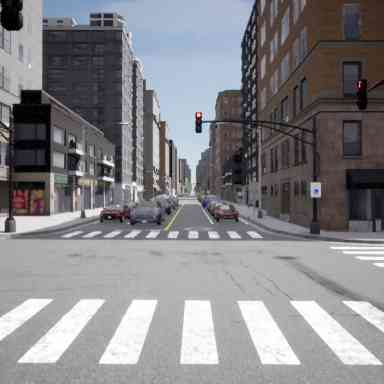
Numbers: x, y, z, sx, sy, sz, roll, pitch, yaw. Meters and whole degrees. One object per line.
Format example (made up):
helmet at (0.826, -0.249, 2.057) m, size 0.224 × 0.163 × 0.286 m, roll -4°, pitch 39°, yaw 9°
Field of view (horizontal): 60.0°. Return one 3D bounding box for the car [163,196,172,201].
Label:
car at (-5.993, 1.601, 82.711) m, size 1.947 × 1.339 × 4.313 m, roll 1°, pitch 0°, yaw 0°

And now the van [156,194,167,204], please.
van at (-5.961, 1.366, 65.692) m, size 1.690 × 1.788 × 3.998 m, roll 1°, pitch 0°, yaw 0°

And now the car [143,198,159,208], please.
car at (-5.934, 1.597, 48.674) m, size 1.802 × 1.307 × 4.206 m, roll 1°, pitch 0°, yaw 0°

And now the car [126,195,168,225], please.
car at (-3.138, 1.358, 24.079) m, size 2.097 × 1.767 × 4.553 m, roll 0°, pitch 0°, yaw 0°

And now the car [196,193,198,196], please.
car at (2.535, 1.350, 82.722) m, size 2.192 × 1.841 × 5.009 m, roll 1°, pitch 0°, yaw 0°

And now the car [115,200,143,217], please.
car at (-5.904, 1.552, 31.655) m, size 1.887 × 1.381 × 4.507 m, roll 1°, pitch 0°, yaw 0°

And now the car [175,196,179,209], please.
car at (-3.159, 1.576, 43.844) m, size 1.994 × 1.385 × 4.181 m, roll 0°, pitch 0°, yaw 1°

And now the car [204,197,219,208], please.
car at (2.611, 1.592, 37.335) m, size 1.802 × 1.307 × 4.206 m, roll 1°, pitch 0°, yaw 0°

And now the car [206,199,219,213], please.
car at (2.621, 1.590, 31.661) m, size 1.802 × 1.307 × 4.206 m, roll 1°, pitch 0°, yaw 0°

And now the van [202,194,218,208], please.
van at (2.604, 1.353, 43.008) m, size 1.690 × 1.788 × 3.998 m, roll 1°, pitch 0°, yaw 0°

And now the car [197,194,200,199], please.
car at (2.552, 1.594, 71.374) m, size 1.947 × 1.339 × 4.313 m, roll 1°, pitch 0°, yaw 0°

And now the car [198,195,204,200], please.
car at (2.514, 1.566, 94.238) m, size 1.752 × 1.417 × 4.829 m, roll 1°, pitch 0°, yaw 0°

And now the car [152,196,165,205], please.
car at (-5.952, 1.461, 60.019) m, size 1.967 × 1.590 × 4.097 m, roll 1°, pitch 0°, yaw 0°

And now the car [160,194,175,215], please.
car at (-3.156, 1.361, 33.900) m, size 2.097 × 1.767 × 4.553 m, roll 0°, pitch 0°, yaw 0°

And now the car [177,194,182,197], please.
car at (-3.146, 1.509, 54.077) m, size 2.128 × 1.511 × 4.902 m, roll 0°, pitch 0°, yaw 0°

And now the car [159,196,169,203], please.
car at (-5.973, 1.610, 71.365) m, size 1.802 × 1.307 × 4.206 m, roll 1°, pitch 0°, yaw 0°

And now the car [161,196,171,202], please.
car at (-5.983, 1.582, 77.038) m, size 2.008 × 1.369 × 4.403 m, roll 1°, pitch 0°, yaw 0°

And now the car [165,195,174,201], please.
car at (-6.003, 1.604, 88.384) m, size 1.947 × 1.339 × 4.313 m, roll 1°, pitch 0°, yaw 0°

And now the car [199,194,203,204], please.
car at (2.595, 1.330, 48.681) m, size 2.192 × 1.841 × 5.009 m, roll 1°, pitch 0°, yaw 0°

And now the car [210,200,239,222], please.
car at (2.631, 1.588, 25.988) m, size 1.802 × 1.307 × 4.206 m, roll 1°, pitch 0°, yaw 0°

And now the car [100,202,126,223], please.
car at (-5.894, 1.551, 25.982) m, size 1.887 × 1.381 × 4.507 m, roll 1°, pitch 0°, yaw 0°

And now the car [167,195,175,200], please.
car at (-6.012, 1.586, 94.056) m, size 1.887 × 1.381 × 4.507 m, roll 1°, pitch 0°, yaw 0°
